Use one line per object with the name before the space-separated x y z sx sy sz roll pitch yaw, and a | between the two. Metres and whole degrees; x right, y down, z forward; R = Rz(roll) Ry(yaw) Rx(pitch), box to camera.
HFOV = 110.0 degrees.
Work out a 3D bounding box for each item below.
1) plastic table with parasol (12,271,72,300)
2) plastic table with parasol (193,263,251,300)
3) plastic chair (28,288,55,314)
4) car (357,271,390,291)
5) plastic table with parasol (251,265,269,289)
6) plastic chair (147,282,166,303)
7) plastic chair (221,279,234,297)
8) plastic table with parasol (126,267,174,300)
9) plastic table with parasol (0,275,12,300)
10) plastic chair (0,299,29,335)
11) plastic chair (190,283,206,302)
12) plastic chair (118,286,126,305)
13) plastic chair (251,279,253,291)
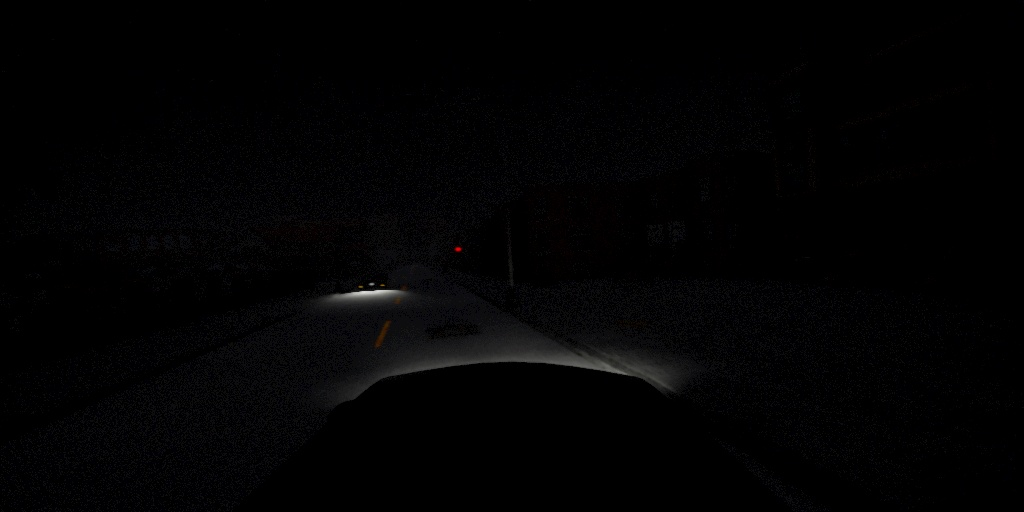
plastic table with parasol | -27.552 2.133 20.999 2.482 2.480 2.482 0 0 34
plastic table with parasol | -19.336 1.708 23.672 2.482 2.480 2.482 0 0 35
plastic chair | -26.642 2.627 20.328 0.730 1.272 0.750 0 0 34
car | -10.417 1.829 27.274 1.994 1.385 4.181 -3 0 -14
plastic table with parasol | -20.898 1.820 27.904 2.482 2.480 2.482 0 0 35
plastic chair | -24.726 2.610 24.809 0.730 1.272 0.750 0 0 35
plastic chair | -18.370 2.243 22.886 0.730 1.272 0.750 0 0 35
plastic table with parasol | -25.697 2.055 25.608 2.482 2.480 2.482 0 0 35
plastic table with parasol | -16.148 1.492 9.944 2.482 2.480 2.482 0 0 37
plastic chair | -15.378 2.087 10.895 0.750 1.272 0.730 0 0 35
plastic chair | -20.114 2.327 22.710 0.750 1.272 0.730 0 0 35
plastic chair | -26.476 2.697 24.646 0.750 1.272 0.730 0 0 35
plastic chair | -18.530 2.263 24.654 0.750 1.272 0.730 0 0 35
